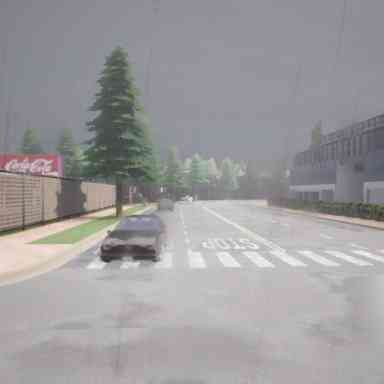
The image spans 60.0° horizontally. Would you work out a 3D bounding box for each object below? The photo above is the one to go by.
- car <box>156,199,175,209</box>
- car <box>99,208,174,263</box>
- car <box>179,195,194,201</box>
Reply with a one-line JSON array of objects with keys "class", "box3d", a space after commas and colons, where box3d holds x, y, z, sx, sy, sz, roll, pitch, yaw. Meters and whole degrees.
[{"class": "car", "box3d": [-3.040, 1.539, 38.279, 1.837, 1.490, 4.892, 0, 0, -3]}, {"class": "car", "box3d": [-1.880, 1.552, 12.289, 2.033, 1.411, 5.357, 0, 0, -1]}, {"class": "car", "box3d": [-1.091, 1.378, 63.549, 1.812, 1.442, 4.674, 0, 0, 20]}]
